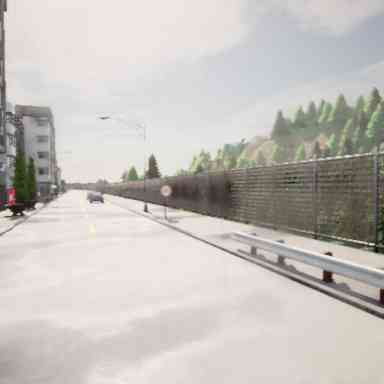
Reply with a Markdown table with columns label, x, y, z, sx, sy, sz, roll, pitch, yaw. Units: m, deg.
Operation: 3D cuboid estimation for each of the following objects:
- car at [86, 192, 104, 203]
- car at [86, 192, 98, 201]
| label | x | y | z | sx | sy | sz | roll | pitch | yaw |
| --- | --- | --- | --- | --- | --- | --- | --- | --- | --- |
| car | -13.679 | 0.838 | 47.515 | 1.812 | 1.442 | 4.674 | -1 | 1 | -19 |
| car | -17.498 | 0.694 | 58.089 | 1.812 | 1.442 | 4.674 | -1 | 1 | -19 |
